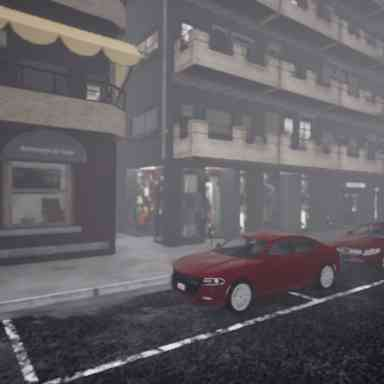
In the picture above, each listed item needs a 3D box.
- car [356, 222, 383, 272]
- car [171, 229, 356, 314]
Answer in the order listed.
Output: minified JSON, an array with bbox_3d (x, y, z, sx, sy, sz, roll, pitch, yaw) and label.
[{"bbox_3d":[6.256,1.678,11.016,4.206,1.307,1.802,1,0,-35],"label":"car"},{"bbox_3d":[1.630,1.593,7.717,4.507,1.381,1.887,1,0,-35],"label":"car"}]
